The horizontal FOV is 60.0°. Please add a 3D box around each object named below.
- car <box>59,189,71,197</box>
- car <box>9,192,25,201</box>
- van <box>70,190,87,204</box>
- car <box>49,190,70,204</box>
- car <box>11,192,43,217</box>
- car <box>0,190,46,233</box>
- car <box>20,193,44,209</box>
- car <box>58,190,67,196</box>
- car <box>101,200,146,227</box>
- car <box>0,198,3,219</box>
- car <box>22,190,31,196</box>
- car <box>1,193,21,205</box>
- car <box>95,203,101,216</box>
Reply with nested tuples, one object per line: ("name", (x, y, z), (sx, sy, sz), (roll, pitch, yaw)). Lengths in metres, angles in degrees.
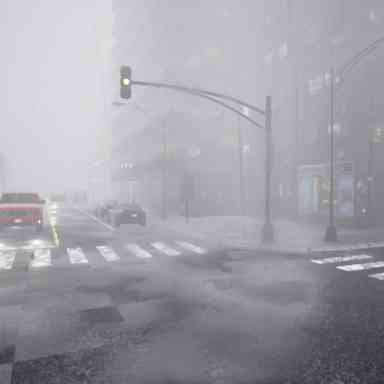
("car", (-29.287, 0.215, 76.672), (2.192, 1.841, 5.009), (1, 0, -24))
("car", (-27.802, 0.716, 52.950), (1.947, 1.339, 4.313), (1, 0, -24))
("van", (-15.566, 0.723, 46.197), (1.690, 1.788, 3.998), (1, 0, -24))
("car", (-18.545, 0.819, 46.226), (1.882, 1.535, 5.008), (1, 1, -24))
("car", (-13.194, 0.955, 26.872), (2.097, 1.767, 4.553), (1, 1, -24))
("car", (-9.312, 0.962, 18.125), (2.150, 2.045, 5.566), (1, 1, -25))
("car", (-17.268, 0.949, 36.083), (2.128, 1.511, 4.902), (1, 1, -24))
("car", (-33.936, 0.263, 86.986), (1.752, 1.417, 4.829), (1, 0, -24))
("car", (-4.136, 1.351, 20.800), (1.947, 1.339, 4.313), (1, 0, -24))
("car", (-14.079, 1.179, 22.475), (1.887, 1.381, 4.507), (1, 0, -24))
("car", (-41.525, 0.252, 83.427), (1.802, 1.307, 4.206), (1, 0, -24))
("car", (-23.227, 0.877, 42.792), (1.947, 1.339, 4.313), (1, 0, -24))
("car", (-6.423, 1.286, 25.880), (1.802, 1.307, 4.206), (1, 0, -24))
